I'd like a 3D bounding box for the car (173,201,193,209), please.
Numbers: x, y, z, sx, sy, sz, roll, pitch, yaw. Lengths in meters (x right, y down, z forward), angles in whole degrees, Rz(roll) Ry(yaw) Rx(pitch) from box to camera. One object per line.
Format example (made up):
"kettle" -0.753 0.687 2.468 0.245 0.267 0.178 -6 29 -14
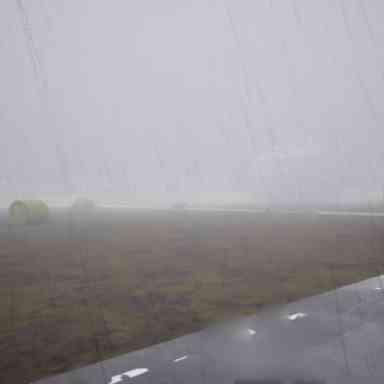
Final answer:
"car" -1.736 2.381 62.044 2.128 1.511 4.902 0 -2 -36
